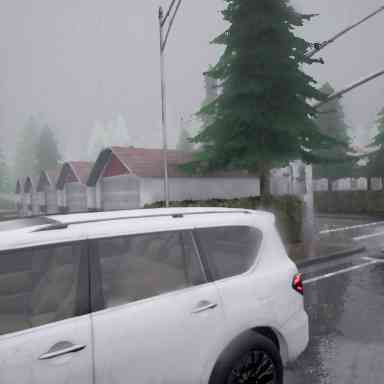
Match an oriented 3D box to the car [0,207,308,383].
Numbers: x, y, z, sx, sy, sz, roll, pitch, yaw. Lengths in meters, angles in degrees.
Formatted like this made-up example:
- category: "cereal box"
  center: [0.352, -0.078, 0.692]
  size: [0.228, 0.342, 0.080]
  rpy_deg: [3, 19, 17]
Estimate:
- category: "car"
  center: [-1.321, 1.237, 3.045]
  size: [5.566, 2.045, 2.150]
  rpy_deg: [-1, 0, -34]
